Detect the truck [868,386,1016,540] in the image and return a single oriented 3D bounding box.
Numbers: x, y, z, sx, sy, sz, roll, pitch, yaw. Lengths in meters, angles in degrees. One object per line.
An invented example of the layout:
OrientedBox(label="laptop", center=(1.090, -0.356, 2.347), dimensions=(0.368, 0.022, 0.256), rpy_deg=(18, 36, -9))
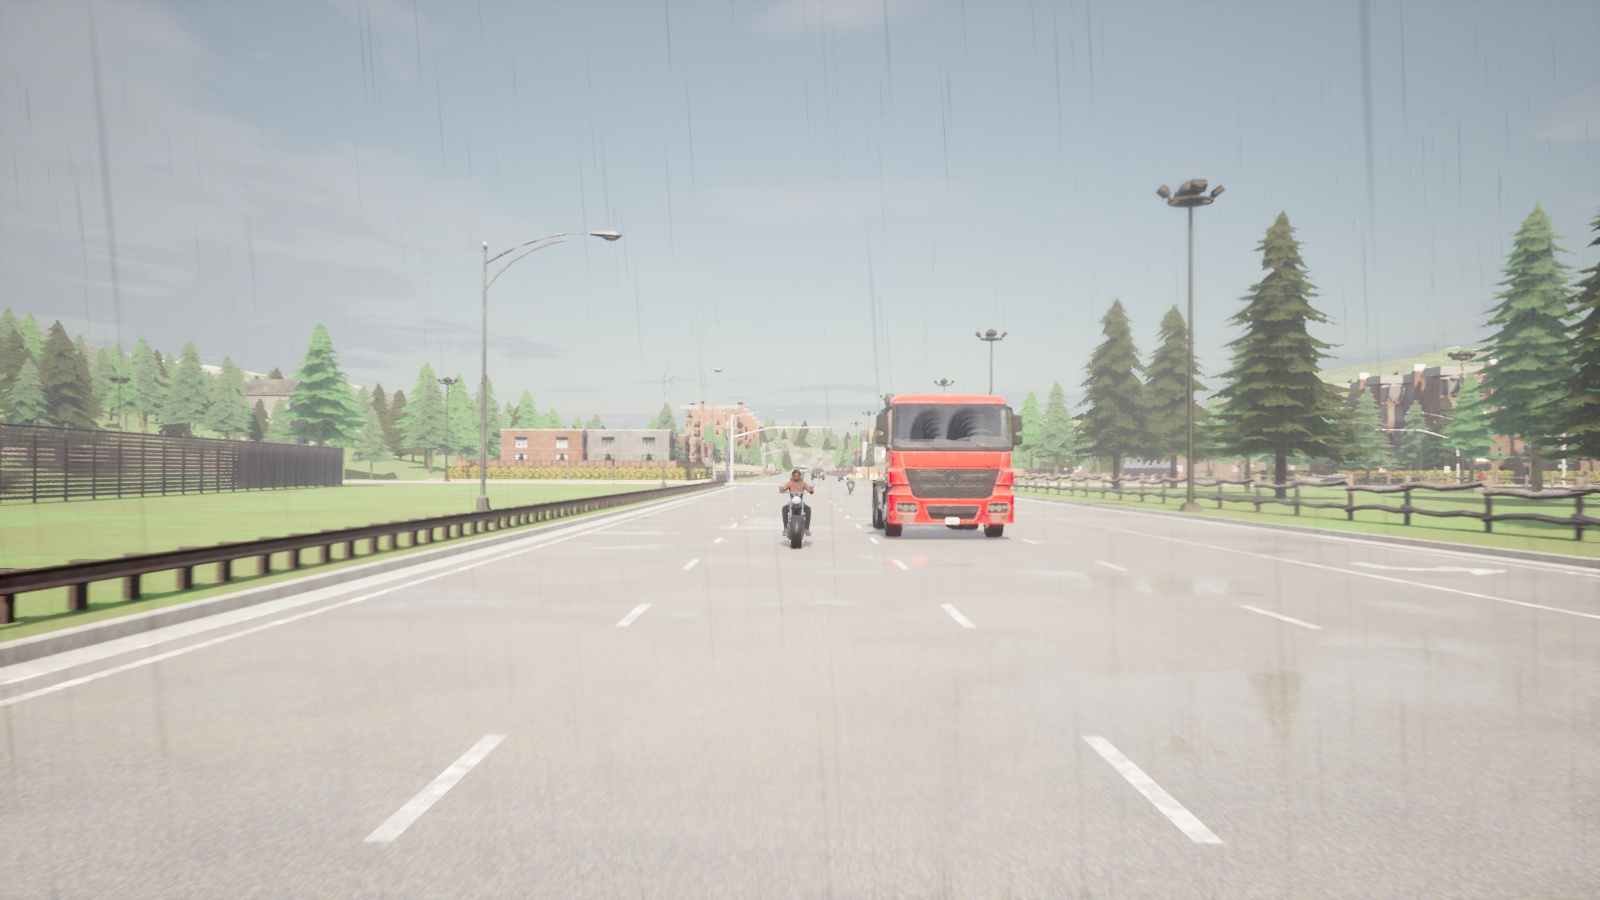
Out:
OrientedBox(label="truck", center=(3.418, 0.359, 32.300), dimensions=(2.891, 3.462, 7.936), rpy_deg=(0, -1, 0))

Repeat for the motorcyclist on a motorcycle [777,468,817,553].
OrientedBox(label="motorcyclist on a motorcycle", center=(-0.063, 1.194, 25.678), dimensions=(0.766, 1.649, 2.350), rpy_deg=(0, -1, 0))
